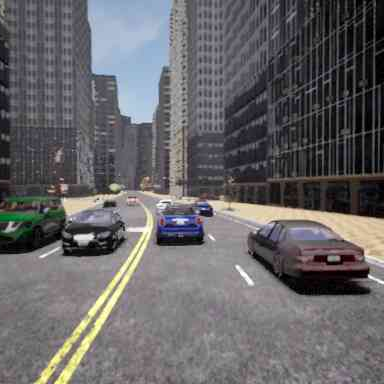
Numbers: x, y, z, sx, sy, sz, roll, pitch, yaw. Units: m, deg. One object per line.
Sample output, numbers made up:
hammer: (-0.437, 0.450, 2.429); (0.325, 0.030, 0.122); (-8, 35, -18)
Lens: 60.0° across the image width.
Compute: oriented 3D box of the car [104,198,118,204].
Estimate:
car: (-12.272, 1.588, 50.292); (1.895, 1.301, 4.718); (0, 0, -10)

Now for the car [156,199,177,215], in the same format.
car: (-2.719, 1.499, 34.124); (1.812, 1.442, 4.674); (0, 0, -9)

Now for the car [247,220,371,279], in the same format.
car: (3.048, 1.534, 9.946); (2.033, 1.411, 5.357); (0, 0, -3)

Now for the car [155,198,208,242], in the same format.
car: (-0.655, 1.342, 16.453); (2.097, 1.767, 4.553); (0, 0, -4)

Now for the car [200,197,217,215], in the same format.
car: (0.780, 1.525, 32.666); (1.994, 1.385, 4.181); (0, 0, -8)

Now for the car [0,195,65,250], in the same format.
car: (-7.210, 1.232, 14.648); (2.150, 2.045, 5.566); (0, 0, -4)

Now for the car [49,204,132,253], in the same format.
car: (-3.921, 1.493, 13.911); (2.128, 1.511, 4.902); (0, 0, -4)

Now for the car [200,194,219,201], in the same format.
car: (4.506, 1.367, 85.632); (5.009, 1.841, 2.192); (0, 0, -9)

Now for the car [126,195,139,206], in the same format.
car: (-9.820, 1.319, 55.070); (2.097, 1.767, 4.553); (0, 0, -10)

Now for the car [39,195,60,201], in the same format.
car: (-33.900, 1.456, 79.263); (4.313, 1.339, 1.947); (0, 0, -9)

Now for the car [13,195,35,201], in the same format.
car: (-39.518, 1.447, 78.388); (4.206, 1.307, 1.802); (0, 0, -9)
